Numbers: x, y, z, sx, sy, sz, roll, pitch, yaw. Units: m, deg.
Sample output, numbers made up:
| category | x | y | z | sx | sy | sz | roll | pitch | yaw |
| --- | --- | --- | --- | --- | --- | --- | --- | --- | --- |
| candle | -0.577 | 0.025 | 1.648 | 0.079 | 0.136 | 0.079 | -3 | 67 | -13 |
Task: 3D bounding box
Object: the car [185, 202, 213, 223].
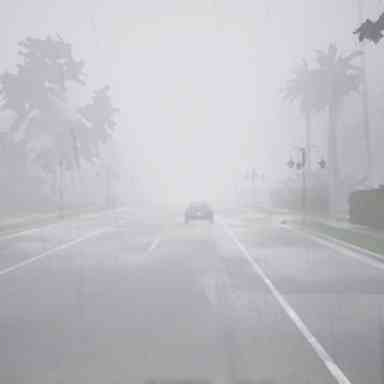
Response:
| category | x | y | z | sx | sy | sz | roll | pitch | yaw |
| --- | --- | --- | --- | --- | --- | --- | --- | --- | --- |
| car | 0.501 | 1.390 | 23.876 | 1.994 | 1.385 | 4.181 | 0 | 0 | 1 |
